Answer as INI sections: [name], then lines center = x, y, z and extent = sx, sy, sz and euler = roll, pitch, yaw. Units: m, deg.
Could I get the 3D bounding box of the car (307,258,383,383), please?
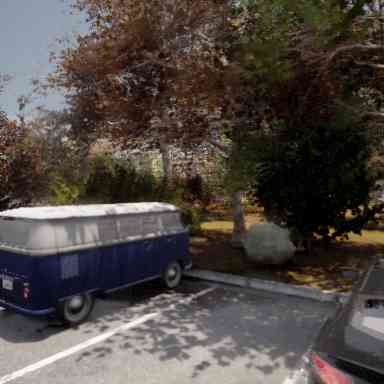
[car]
center = 2.729, 1.520, 3.867
extent = 2.002, 1.452, 4.674
euler = 0, 0, 35

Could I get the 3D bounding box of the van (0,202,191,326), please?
[van]
center = -1.739, 1.252, 7.199
extent = 1.878, 1.987, 4.442
euler = 0, 0, 36
